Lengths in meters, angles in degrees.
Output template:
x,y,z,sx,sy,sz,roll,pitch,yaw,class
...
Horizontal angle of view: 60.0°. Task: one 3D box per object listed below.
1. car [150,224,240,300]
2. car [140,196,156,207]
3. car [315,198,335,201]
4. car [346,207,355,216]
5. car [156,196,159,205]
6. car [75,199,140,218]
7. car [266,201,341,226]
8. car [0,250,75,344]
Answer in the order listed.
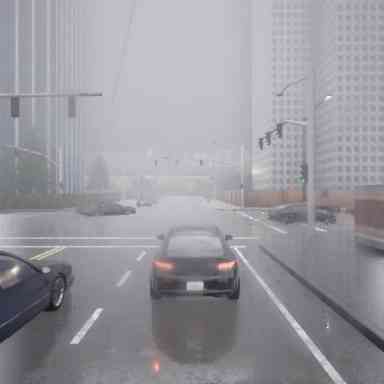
x,y,z,sx,sy,sz,roll,pitch,yaw,class
0.069,1.526,8.286,1.812,1.442,4.674,0,0,0,car
-7.147,1.491,50.240,2.128,1.511,4.902,0,0,0,car
12.378,1.352,33.492,4.553,1.767,2.097,0,0,0,car
16.852,1.547,29.974,5.357,1.411,2.033,0,0,0,car
-7.132,1.491,60.301,2.128,1.511,4.902,0,0,0,car
-7.753,1.547,30.121,5.357,1.411,2.033,0,0,-43,car
7.460,1.526,22.779,4.674,1.442,1.812,0,0,0,car
-3.446,1.547,4.690,2.033,1.411,5.357,0,0,0,car
